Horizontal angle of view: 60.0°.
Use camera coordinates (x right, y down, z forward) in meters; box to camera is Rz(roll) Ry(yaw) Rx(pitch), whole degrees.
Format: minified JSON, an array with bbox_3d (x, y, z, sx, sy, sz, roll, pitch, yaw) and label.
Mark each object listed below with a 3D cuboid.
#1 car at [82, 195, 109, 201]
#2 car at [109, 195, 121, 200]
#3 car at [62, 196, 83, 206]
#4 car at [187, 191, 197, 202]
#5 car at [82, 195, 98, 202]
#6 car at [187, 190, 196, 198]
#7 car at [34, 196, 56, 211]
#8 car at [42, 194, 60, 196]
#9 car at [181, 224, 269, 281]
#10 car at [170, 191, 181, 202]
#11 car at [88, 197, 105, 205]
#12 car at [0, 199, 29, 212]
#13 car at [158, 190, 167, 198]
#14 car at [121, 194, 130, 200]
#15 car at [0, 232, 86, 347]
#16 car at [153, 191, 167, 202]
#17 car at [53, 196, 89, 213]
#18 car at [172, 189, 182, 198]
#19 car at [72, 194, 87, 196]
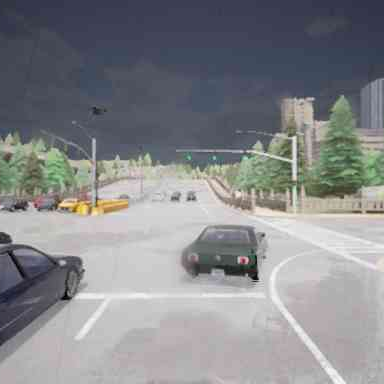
[{"bbox_3d":[-14.096,1.599,48.375,2.128,1.511,4.902,0,0,0],"label":"car"},{"bbox_3d":[-14.078,1.639,57.338,1.812,1.442,4.674,0,0,0],"label":"car"},{"bbox_3d":[-21.050,1.574,58.966,1.882,1.535,5.008,0,1,0],"label":"car"},{"bbox_3d":[-0.110,1.014,71.163,2.097,1.767,4.553,0,4,0],"label":"car"},{"bbox_3d":[-21.098,1.327,68.903,1.994,1.385,4.181,0,2,0],"label":"car"},{"bbox_3d":[-0.166,0.402,81.234,2.033,1.411,5.357,0,7,0],"label":"car"},{"bbox_3d":[-17.600,1.597,41.594,1.837,1.490,4.892,0,0,0],"label":"car"},{"bbox_3d":[-21.087,1.330,49.014,2.150,2.045,5.566,0,0,0],"label":"car"},{"bbox_3d":[1.241,1.623,10.048,1.895,1.301,4.718,0,0,16],"label":"car"},{"bbox_3d":[-3.609,1.176,70.911,1.837,1.490,4.892,0,4,0],"label":"car"},{"bbox_3d":[-17.557,1.616,61.536,1.994,1.385,4.181,0,1,0],"label":"car"},{"bbox_3d":[-21.100,1.579,39.145,2.128,1.511,4.902,0,0,0],"label":"car"},{"bbox_3d":[-7.168,0.411,81.646,1.895,1.301,4.718,0,7,0],"label":"car"},{"bbox_3d":[-14.096,1.296,68.491,1.837,1.490,4.892,0,2,0],"label":"car"},{"bbox_3d":[-3.408,1.559,5.330,2.033,1.411,5.357,0,0,0],"label":"car"},{"bbox_3d":[-7.109,0.887,71.009,2.150,2.045,5.566,0,4,0],"label":"car"},{"bbox_3d":[-14.073,1.565,39.130,1.882,1.535,5.008,0,0,-1],"label":"car"},{"bbox_3d":[-3.666,0.388,81.213,2.128,1.511,4.902,0,7,0],"label":"car"},{"bbox_3d":[-17.587,1.336,51.457,2.150,2.045,5.566,0,0,0],"label":"car"}]
